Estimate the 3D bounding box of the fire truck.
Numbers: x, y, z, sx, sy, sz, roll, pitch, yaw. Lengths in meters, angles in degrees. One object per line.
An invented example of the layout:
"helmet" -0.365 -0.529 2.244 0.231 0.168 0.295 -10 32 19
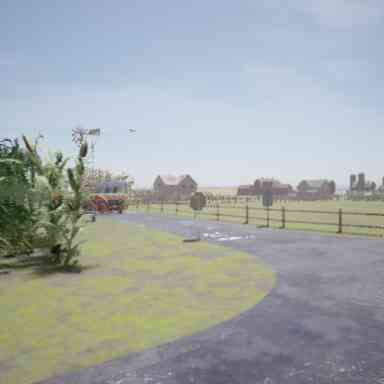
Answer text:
"fire truck" -10.230 0.506 38.073 2.891 3.827 8.468 -1 0 -31
